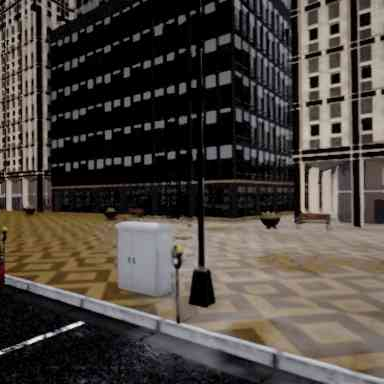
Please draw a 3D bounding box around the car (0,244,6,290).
[{"bbox_3d":[-5.957,1.384,7.137,5.009,1.841,2.192,-1,-1,36],"label":"car"}]
